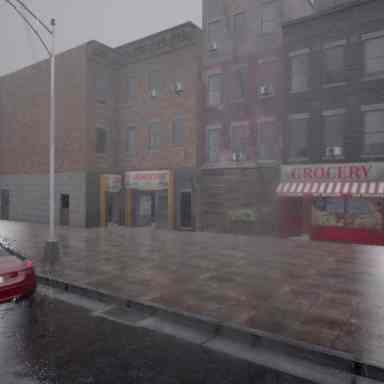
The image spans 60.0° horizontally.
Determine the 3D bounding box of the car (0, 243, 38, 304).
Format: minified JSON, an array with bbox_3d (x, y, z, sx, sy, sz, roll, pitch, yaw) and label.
[{"bbox_3d":[-5.174,1.563,7.090,4.181,1.385,1.994,0,0,36],"label":"car"}]
